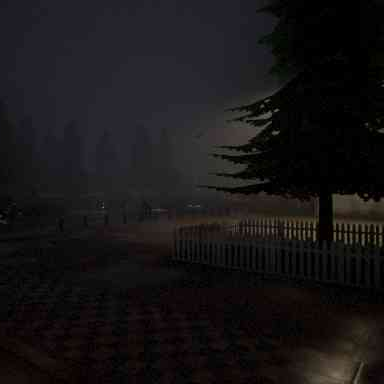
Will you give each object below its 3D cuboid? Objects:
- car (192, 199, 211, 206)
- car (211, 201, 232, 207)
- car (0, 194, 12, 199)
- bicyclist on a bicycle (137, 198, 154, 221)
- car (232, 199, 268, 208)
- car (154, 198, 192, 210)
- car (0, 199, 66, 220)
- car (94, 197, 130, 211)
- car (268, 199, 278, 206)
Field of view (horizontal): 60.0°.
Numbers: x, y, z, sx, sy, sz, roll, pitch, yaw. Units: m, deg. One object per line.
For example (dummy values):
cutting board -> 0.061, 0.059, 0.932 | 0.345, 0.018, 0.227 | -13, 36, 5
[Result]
car -> 1.779, 1.536, 56.510 | 1.812, 1.442, 4.674 | 0, 0, 35
car -> 5.088, 1.564, 48.990 | 1.994, 1.385, 4.181 | 0, 0, 35
car -> -18.224, 1.222, 28.617 | 2.150, 2.045, 5.566 | 0, 0, 35
bicyclist on a bicycle -> -3.433, 1.302, 24.414 | 1.656, 1.620, 0.582 | 0, 0, 35
car -> 8.356, 1.221, 47.473 | 2.150, 2.045, 5.566 | 0, 0, 36
car -> -2.702, 1.547, 44.343 | 2.033, 1.411, 5.357 | 0, 0, 36
car -> -13.737, 1.547, 28.882 | 2.033, 1.411, 5.357 | 0, 0, 35
car -> -9.711, 1.351, 40.553 | 2.097, 1.767, 4.553 | 0, 0, 35
car -> 14.267, 1.547, 55.774 | 2.033, 1.411, 5.357 | 0, 0, 36
